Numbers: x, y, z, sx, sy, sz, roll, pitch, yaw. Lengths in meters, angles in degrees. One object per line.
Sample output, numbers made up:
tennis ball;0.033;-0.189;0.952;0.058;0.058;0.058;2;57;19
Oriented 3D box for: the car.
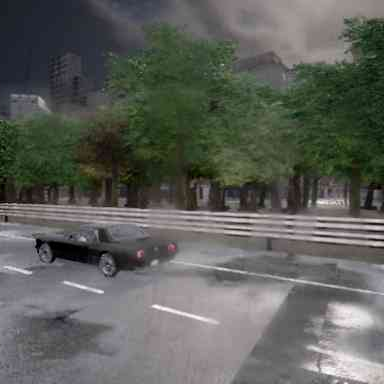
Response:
car;-2.797;1.602;10.165;4.718;1.301;1.895;0;0;36
